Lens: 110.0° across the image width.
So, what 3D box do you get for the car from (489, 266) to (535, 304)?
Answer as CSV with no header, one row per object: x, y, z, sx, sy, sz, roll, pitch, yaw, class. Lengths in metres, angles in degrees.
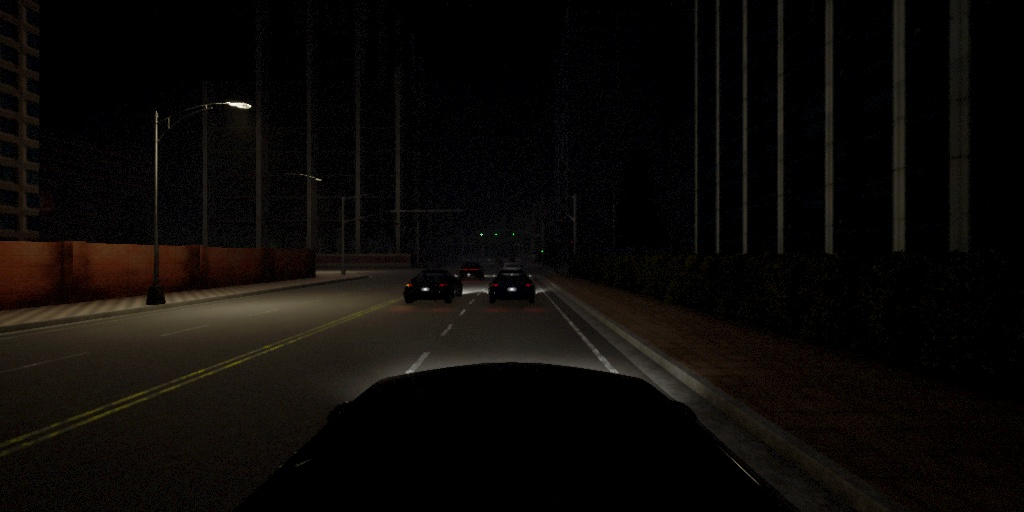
0.000,1.320,16.500,1.994,1.385,4.181,0,0,0,car

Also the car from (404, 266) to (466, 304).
-3.500,1.320,16.500,1.994,1.385,4.181,0,0,0,car

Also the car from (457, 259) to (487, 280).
-3.500,1.265,31.500,1.837,1.490,4.892,0,0,0,car

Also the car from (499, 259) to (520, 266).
0.000,1.281,31.500,1.812,1.442,4.674,0,0,0,car
